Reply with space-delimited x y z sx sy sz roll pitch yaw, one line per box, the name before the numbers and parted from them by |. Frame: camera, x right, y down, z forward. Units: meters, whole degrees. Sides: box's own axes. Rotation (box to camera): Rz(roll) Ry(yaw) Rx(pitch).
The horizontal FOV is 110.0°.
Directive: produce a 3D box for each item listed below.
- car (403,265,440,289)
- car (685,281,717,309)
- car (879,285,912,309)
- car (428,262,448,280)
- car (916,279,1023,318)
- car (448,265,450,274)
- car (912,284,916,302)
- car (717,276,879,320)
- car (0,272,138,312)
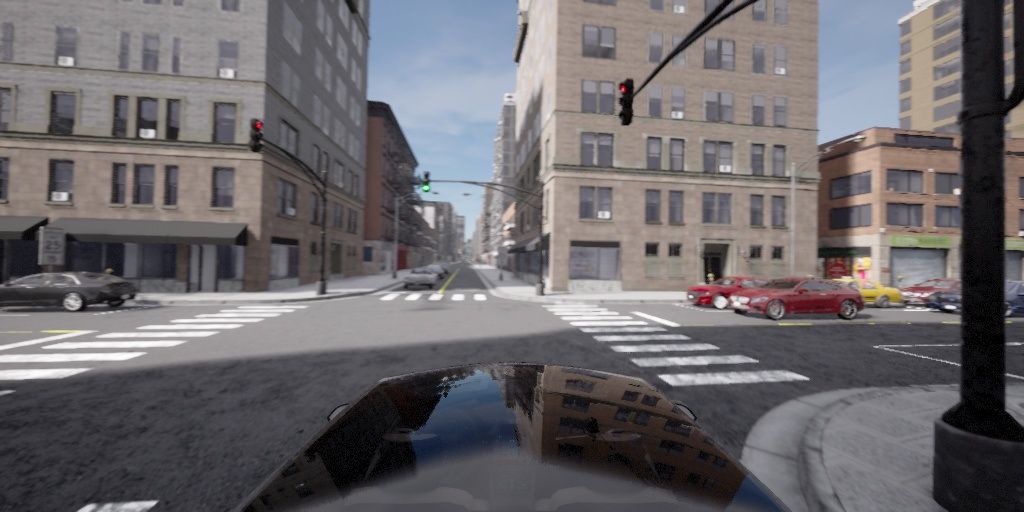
car | -6.313 1.490 24.964 1.895 1.301 4.718 1 -1 -8
car | 10.139 1.588 16.130 4.507 1.381 1.888 0 0 -7
car | 15.424 1.642 16.757 4.829 1.417 1.751 0 0 -7
car | -7.536 1.496 34.719 1.812 1.442 4.674 1 -1 -7
car | 20.072 1.681 14.539 5.357 1.411 2.033 1 -1 -6
car | -8.863 1.556 45.236 1.837 1.490 4.892 1 -1 -7
car | 21.048 1.772 17.424 4.207 1.307 1.802 0 0 -7
car | 10.552 1.531 13.412 4.674 1.442 1.812 1 -1 -7
car | -16.437 1.239 12.977 4.403 1.370 2.007 0 0 -7
